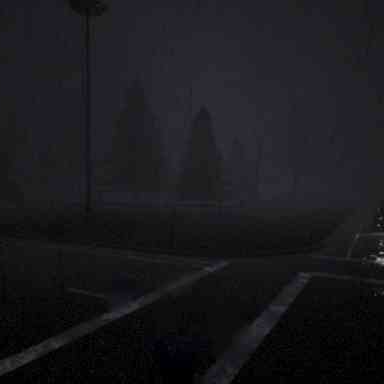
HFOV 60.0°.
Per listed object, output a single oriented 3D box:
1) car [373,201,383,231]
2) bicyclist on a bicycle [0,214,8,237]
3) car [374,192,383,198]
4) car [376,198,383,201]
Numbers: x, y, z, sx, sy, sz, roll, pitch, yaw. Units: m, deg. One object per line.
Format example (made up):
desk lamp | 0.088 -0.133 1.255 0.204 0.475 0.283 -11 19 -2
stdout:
car | 11.508 1.452 19.036 1.994 1.385 4.181 0 0 29
bicyclist on a bicycle | -9.783 1.434 16.086 0.582 1.620 1.656 0 1 42
car | 20.690 1.019 35.266 2.150 2.045 5.566 0 0 29
car | 15.812 1.446 26.658 1.895 1.301 4.718 0 0 30
